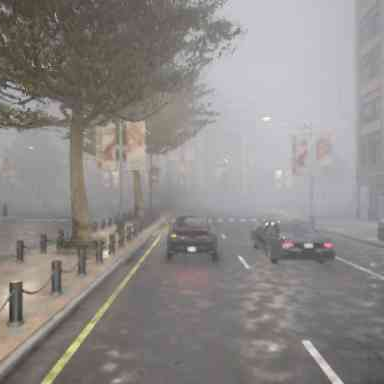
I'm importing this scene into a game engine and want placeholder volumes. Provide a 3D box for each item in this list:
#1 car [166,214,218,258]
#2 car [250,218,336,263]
[{"bbox_3d":[0.014,1.657,13.485,1.837,1.490,4.892,0,0,0],"label":"car"},{"bbox_3d":[3.504,1.686,12.496,2.033,1.411,5.357,0,-1,0],"label":"car"}]
